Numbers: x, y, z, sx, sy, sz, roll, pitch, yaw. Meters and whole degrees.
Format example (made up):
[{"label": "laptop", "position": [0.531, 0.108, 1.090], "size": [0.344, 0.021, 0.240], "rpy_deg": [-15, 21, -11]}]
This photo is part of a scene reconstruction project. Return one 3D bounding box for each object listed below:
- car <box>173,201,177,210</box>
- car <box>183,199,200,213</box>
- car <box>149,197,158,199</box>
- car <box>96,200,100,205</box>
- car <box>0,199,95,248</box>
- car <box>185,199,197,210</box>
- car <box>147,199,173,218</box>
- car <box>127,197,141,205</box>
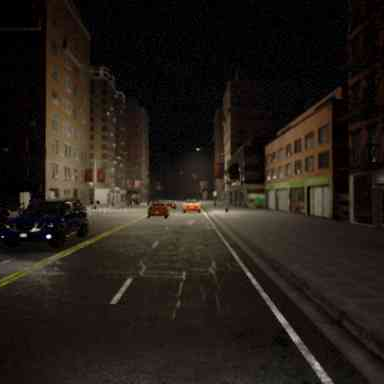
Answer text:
[{"label": "car", "position": [-3.409, 2.032, 51.864], "size": [1.895, 1.301, 4.718], "rpy_deg": [0, 0, 0]}, {"label": "car", "position": [-0.029, 1.693, 41.829], "size": [2.097, 1.767, 4.553], "rpy_deg": [0, 0, 0]}, {"label": "car", "position": [-6.679, 1.641, 57.512], "size": [1.837, 1.490, 4.892], "rpy_deg": [0, 0, 0]}, {"label": "car", "position": [-22.376, 2.245, 72.923], "size": [4.313, 1.339, 1.947], "rpy_deg": [0, -1, 0]}, {"label": "car", "position": [-6.646, 1.368, 15.856], "size": [2.150, 2.045, 5.566], "rpy_deg": [0, 0, 0]}, {"label": "car", "position": [-0.159, 1.901, 51.868], "size": [1.882, 1.535, 5.008], "rpy_deg": [0, 0, 0]}, {"label": "car", "position": [-3.249, 1.756, 33.101], "size": [1.882, 1.535, 5.008], "rpy_deg": [0, -1, 0]}, {"label": "car", "position": [-9.929, 1.713, 57.501], "size": [1.837, 1.490, 4.892], "rpy_deg": [0, 0, 0]}]
